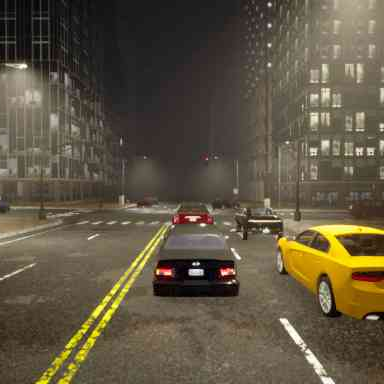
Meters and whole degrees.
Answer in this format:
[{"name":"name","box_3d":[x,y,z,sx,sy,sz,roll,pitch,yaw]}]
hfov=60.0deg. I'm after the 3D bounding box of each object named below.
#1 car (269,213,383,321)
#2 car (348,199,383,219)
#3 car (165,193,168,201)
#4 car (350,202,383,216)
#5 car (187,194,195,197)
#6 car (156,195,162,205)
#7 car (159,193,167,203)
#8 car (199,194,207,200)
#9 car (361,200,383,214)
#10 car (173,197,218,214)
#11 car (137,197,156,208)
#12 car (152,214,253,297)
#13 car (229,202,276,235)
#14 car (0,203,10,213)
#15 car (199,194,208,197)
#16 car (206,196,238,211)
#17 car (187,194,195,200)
[{"name":"car","box_3d":[3.323,1.474,7.447,1.882,1.535,5.008,0,0,0]},{"name":"car","box_3d":[16.093,1.519,28.652,5.009,1.841,2.192,1,0,1]},{"name":"car","box_3d":[-6.799,1.153,78.305,2.150,2.045,5.566,0,0,0]},{"name":"car","box_3d":[19.210,1.739,34.396,4.718,1.301,1.895,1,1,1]},{"name":"car","box_3d":[-0.304,1.470,79.761,1.994,1.385,4.181,0,0,0]},{"name":"car","box_3d":[-6.794,1.556,57.551,1.895,1.301,4.718,0,0,0]},{"name":"car","box_3d":[-6.776,1.507,67.556,1.994,1.385,4.181,0,0,0]},{"name":"car","box_3d":[2.907,1.295,89.808,1.994,1.385,4.181,0,0,0]},{"name":"car","box_3d":[21.670,1.643,36.959,4.829,1.417,1.752,1,0,1]},{"name":"car","box_3d":[0.033,1.342,18.034,2.097,1.767,4.553,0,0,0]},{"name":"car","box_3d":[-6.784,1.567,48.379,1.895,1.301,4.718,0,0,0]},{"name":"car","box_3d":[0.067,1.543,8.719,2.033,1.411,5.357,0,0,0]},{"name":"car","box_3d":[3.277,1.482,16.864,2.128,1.511,4.902,0,0,1]},{"name":"car","box_3d":[-20.035,1.317,31.697,5.008,1.535,1.882,1,1,1]},{"name":"car","box_3d":[2.946,1.272,79.743,2.097,1.767,4.553,0,0,0]},{"name":"car","box_3d":[3.873,1.455,39.780,1.837,1.490,4.892,-3,1,-26]},{"name":"car","box_3d":[-0.343,1.295,89.797,1.994,1.385,4.181,0,0,0]}]
